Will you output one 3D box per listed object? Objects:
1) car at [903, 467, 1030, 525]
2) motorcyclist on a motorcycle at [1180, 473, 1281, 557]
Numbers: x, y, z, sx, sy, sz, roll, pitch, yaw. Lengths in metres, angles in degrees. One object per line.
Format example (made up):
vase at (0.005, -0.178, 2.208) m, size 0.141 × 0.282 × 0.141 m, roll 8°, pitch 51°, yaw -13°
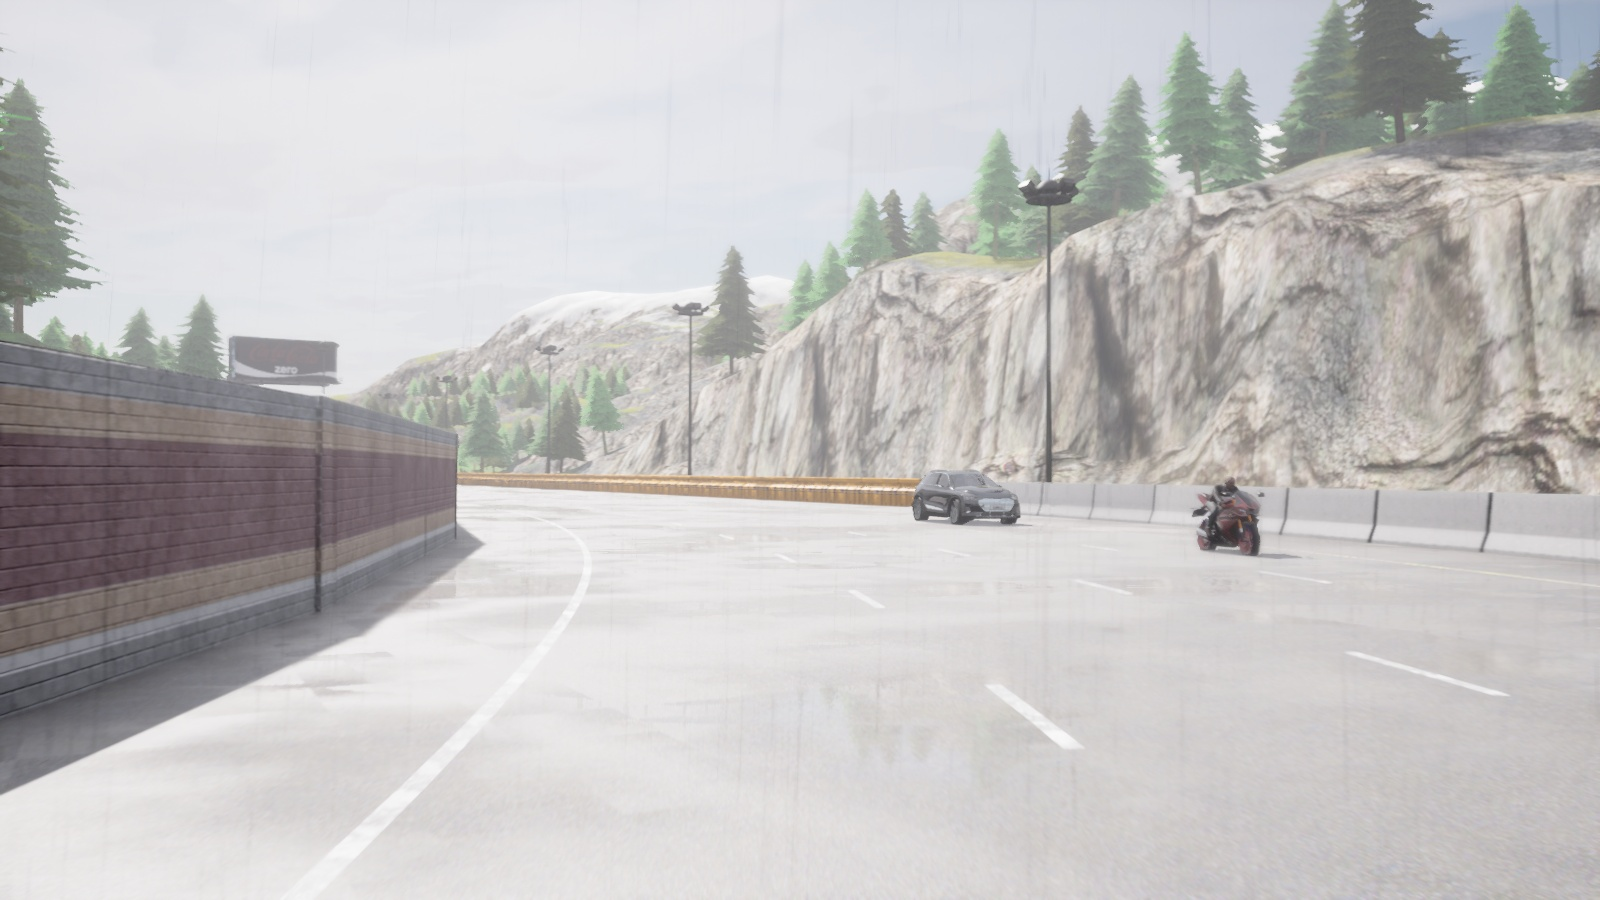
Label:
car at (5.005, 1.367, 38.476) m, size 2.033 × 1.649 × 4.856 m, roll 0°, pitch -1°, yaw -17°
motorcyclist on a motorcycle at (8.299, 1.222, 24.329) m, size 0.866 × 1.530 × 2.191 m, roll 0°, pitch -1°, yaw -10°
